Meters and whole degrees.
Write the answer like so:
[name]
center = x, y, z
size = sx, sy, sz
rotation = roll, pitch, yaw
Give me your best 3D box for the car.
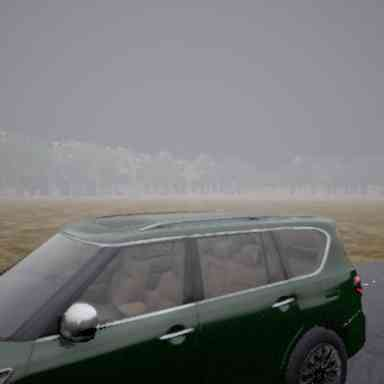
[car]
center = -0.568, 1.257, 3.383
size = 5.566, 2.045, 2.150
rotation = 0, -1, -32
